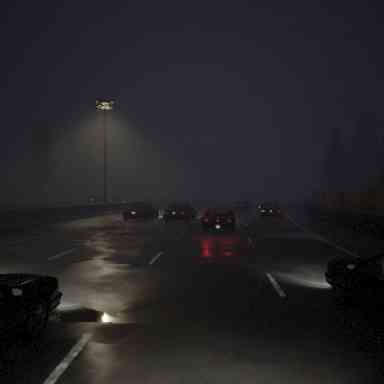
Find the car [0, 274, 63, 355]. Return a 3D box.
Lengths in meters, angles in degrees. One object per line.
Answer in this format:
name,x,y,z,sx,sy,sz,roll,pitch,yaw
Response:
car,-3.294,1.543,3.450,2.033,1.411,5.357,0,0,2

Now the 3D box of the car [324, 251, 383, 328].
car,3.757,1.559,4.924,2.033,1.411,5.357,0,0,2

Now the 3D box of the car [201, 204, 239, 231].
car,1.762,1.620,20.555,1.895,1.301,4.718,0,0,8

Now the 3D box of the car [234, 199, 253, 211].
car,6.409,1.591,41.377,2.033,1.411,5.357,0,0,17

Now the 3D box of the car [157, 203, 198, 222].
car,-0.835,1.565,26.343,2.033,1.411,5.357,0,0,11

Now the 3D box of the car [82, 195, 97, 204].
car,-17.418,1.360,58.838,2.097,1.767,4.553,0,0,20

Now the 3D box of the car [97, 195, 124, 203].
car,-13.881,1.367,58.357,2.097,1.767,4.553,0,0,21

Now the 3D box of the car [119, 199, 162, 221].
car,-4.115,1.576,27.505,1.994,1.385,4.181,0,0,11

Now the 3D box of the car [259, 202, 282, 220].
car,6.823,1.583,29.010,2.033,1.411,5.357,0,0,12

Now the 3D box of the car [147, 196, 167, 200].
car,-5.742,1.634,60.041,1.895,1.301,4.718,0,0,22

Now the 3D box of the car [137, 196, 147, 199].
car,-8.927,1.520,61.484,2.128,1.511,4.902,0,0,22
